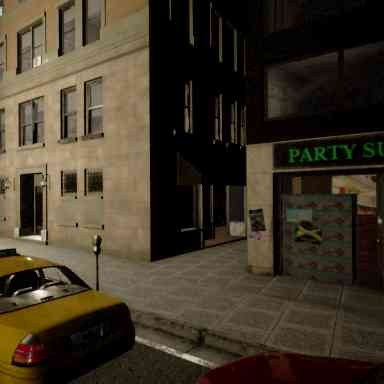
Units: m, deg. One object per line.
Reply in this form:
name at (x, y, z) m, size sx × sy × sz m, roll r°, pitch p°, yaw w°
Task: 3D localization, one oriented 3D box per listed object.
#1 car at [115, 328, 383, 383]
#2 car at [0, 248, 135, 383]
car at (1.767, 1.582, 1.594) m, size 4.206 × 1.307 × 1.802 m, roll 0°, pitch -1°, yaw 36°
car at (-2.987, 1.526, 4.992) m, size 4.829 × 1.417 × 1.752 m, roll 0°, pitch -1°, yaw 36°
